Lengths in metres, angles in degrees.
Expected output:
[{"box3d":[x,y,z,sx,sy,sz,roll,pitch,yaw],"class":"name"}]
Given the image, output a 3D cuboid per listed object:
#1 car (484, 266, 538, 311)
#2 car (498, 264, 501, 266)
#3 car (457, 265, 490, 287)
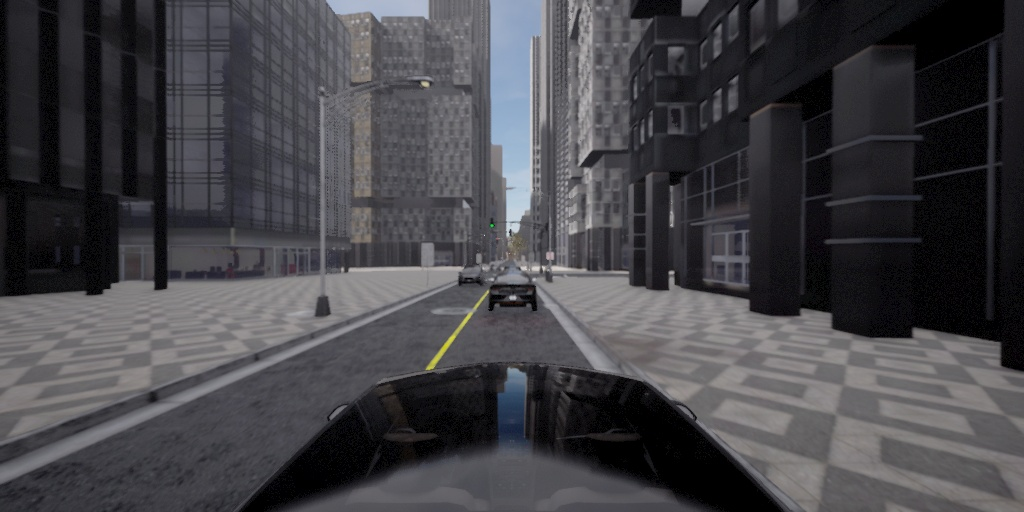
[{"box3d":[0.051,1.366,15.349,1.882,1.535,5.008,0,0,0],"class":"car"},{"box3d":[0.032,1.550,29.026,1.837,1.490,4.892,0,-1,0],"class":"car"},{"box3d":[-3.052,1.539,28.020,1.837,1.490,4.892,0,-1,0],"class":"car"}]
